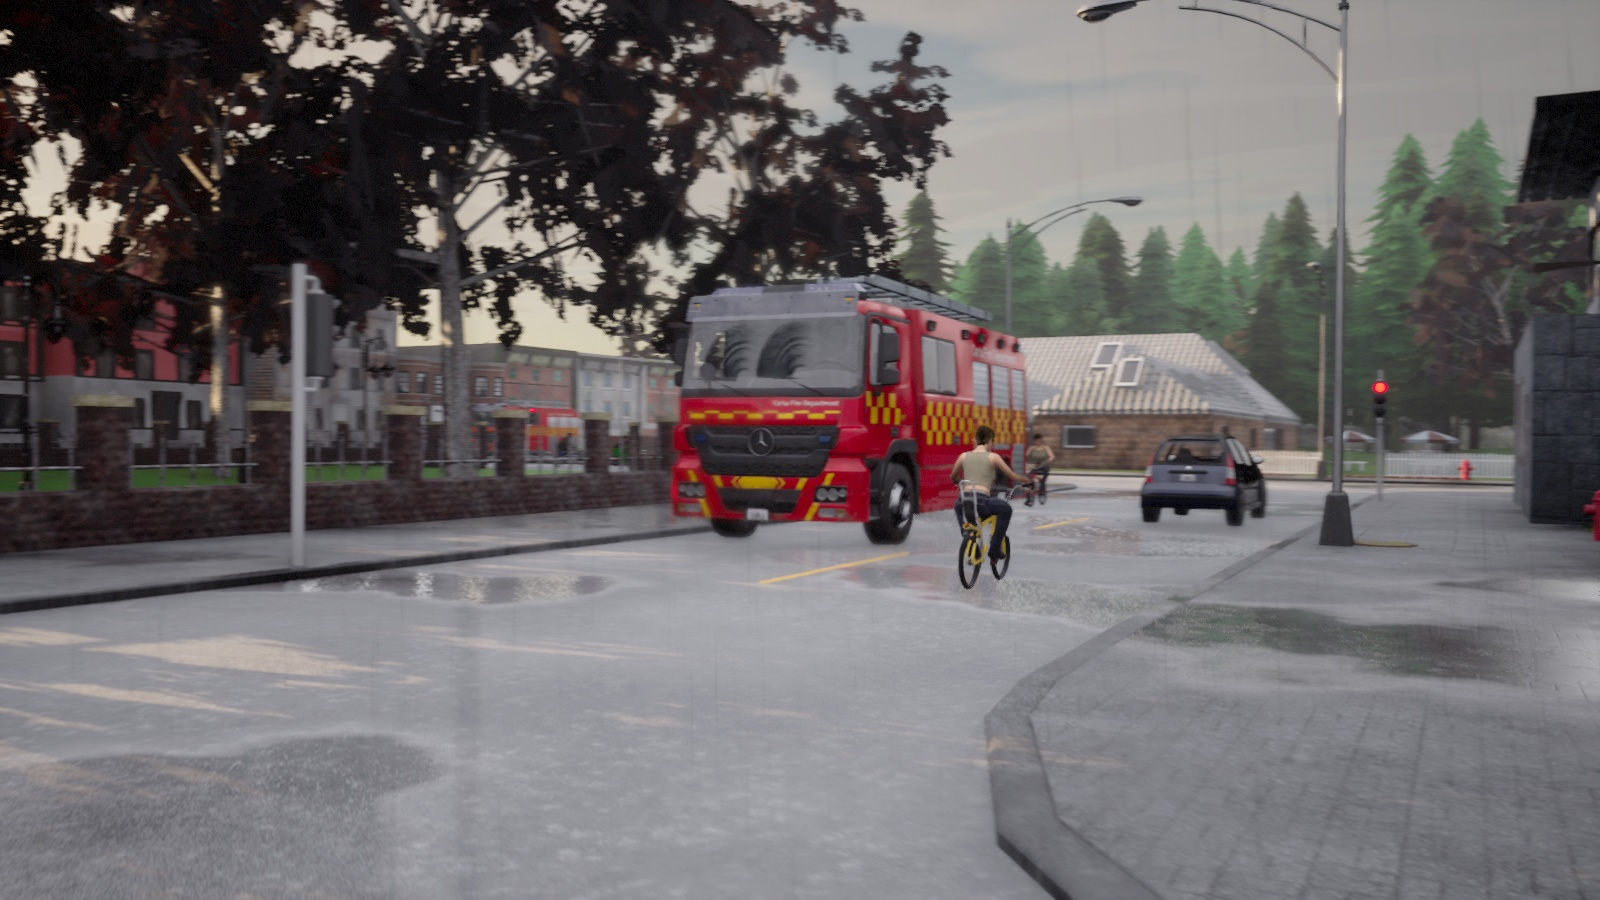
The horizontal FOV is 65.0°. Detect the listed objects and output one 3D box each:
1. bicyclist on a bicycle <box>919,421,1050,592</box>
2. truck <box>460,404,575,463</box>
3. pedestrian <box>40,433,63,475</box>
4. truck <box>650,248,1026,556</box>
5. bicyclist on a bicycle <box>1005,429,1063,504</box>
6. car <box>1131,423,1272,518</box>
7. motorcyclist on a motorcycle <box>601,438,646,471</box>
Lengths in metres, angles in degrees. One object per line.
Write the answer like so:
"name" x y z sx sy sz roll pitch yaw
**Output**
"bicyclist on a bicycle" 1.889 0.527 12.699 0.866 1.612 1.509 0 1 27
"truck" -19.357 -1.131 86.652 2.891 3.827 8.468 0 1 28
"pedestrian" -35.198 0.196 59.056 0.788 1.949 0.423 -1 1 -6
"truck" 1.090 -0.640 20.040 2.891 3.827 8.468 0 1 25
"bicyclist on a bicycle" 5.182 0.350 27.727 0.866 1.612 1.509 0 1 26
"car" 7.623 0.332 23.609 1.851 1.617 3.988 0 1 28
"motorcyclist on a motorcycle" -8.348 0.194 59.403 2.044 1.523 0.797 0 1 28
